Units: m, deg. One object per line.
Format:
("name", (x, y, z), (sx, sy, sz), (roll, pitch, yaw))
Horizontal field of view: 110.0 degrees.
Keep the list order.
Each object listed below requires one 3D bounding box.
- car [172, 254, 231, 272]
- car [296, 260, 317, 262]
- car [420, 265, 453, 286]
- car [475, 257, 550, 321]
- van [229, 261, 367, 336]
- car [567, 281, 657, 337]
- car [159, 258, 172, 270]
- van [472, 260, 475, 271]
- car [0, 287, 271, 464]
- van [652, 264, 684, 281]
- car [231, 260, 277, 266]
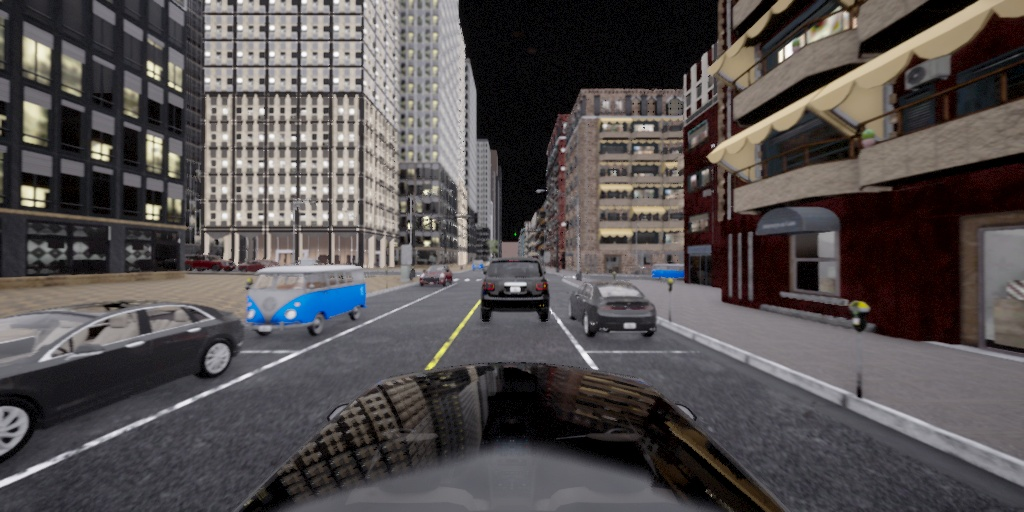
("car", (-32.296, 0.787, 38.048), (5.009, 1.841, 2.192), (0, 0, 0))
("car", (-21.148, 1.127, 38.072), (4.097, 1.591, 1.967), (0, 0, 0))
("car", (-5.691, 1.406, 27.303), (1.967, 1.591, 4.097), (0, 0, 0))
("car", (0.099, 1.069, 13.083), (2.150, 2.045, 5.566), (0, 0, 0))
("van", (-5.690, 1.163, 10.358), (1.690, 1.789, 3.998), (0, 0, 0))
("car", (2.691, 1.373, 10.357), (2.007, 1.370, 4.403), (0, 0, 0))
("car", (-36.402, 1.012, 40.642), (4.718, 1.301, 1.895), (1, 0, 0))
("van", (-5.692, 1.593, 59.775), (1.690, 1.789, 3.998), (0, 0, 0))
("car", (-5.690, 1.325, 4.709), (2.007, 1.370, 4.403), (0, 0, 0))
("van", (16.911, 1.762, 38.017), (3.998, 1.789, 1.690), (0, 0, 0))
("car", (-26.722, 1.162, 38.060), (4.207, 1.307, 1.802), (0, 0, 0))
